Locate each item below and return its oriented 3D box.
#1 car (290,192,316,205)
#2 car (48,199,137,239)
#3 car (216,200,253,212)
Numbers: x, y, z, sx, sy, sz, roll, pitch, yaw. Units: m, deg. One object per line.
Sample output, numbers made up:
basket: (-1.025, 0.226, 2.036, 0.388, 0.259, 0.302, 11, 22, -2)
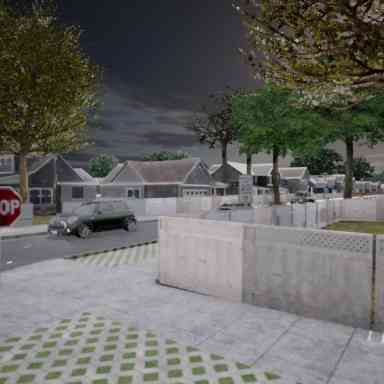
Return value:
car: (15.338, 1.029, 45.770, 2.150, 2.045, 5.566, 0, 0, 35)
car: (-5.054, 1.286, 17.258, 2.097, 1.767, 4.553, 0, 0, 35)
car: (3.824, 1.421, 29.740, 1.994, 1.385, 4.181, 0, 0, 35)
